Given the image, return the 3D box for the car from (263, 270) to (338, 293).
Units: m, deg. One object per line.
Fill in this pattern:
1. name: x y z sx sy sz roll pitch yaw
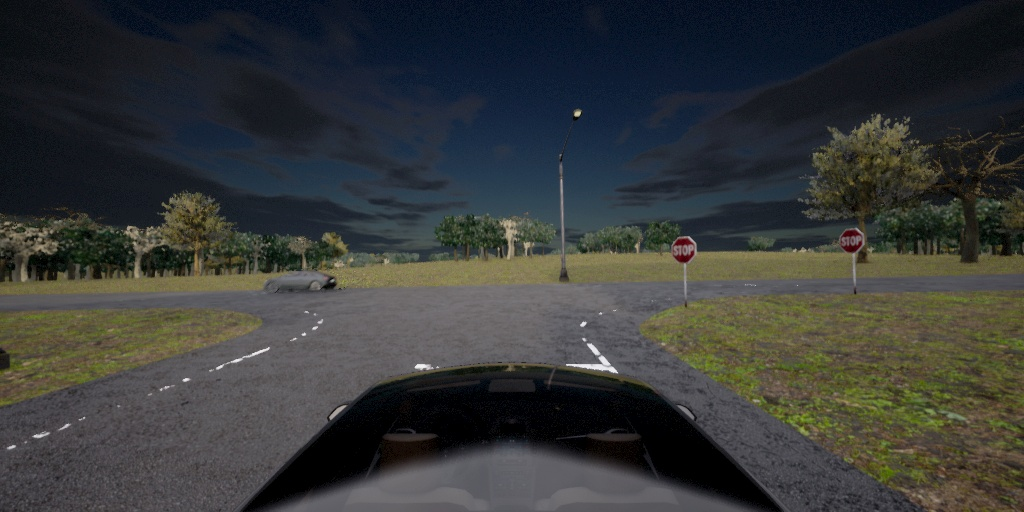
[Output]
1. car: -13.645 1.617 23.299 4.181 1.385 1.994 -1 -2 0
